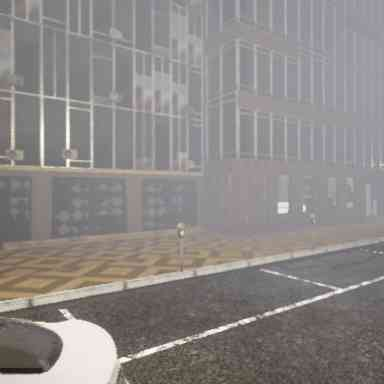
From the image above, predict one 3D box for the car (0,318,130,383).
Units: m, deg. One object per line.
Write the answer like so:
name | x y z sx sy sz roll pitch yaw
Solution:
car | -2.541 1.529 1.568 4.674 1.442 1.812 0 0 -36
